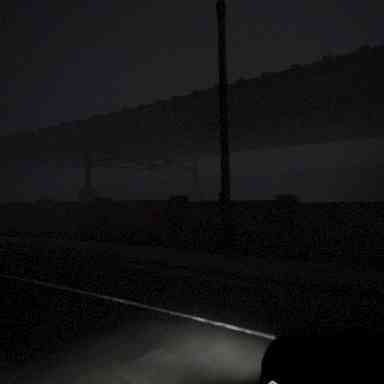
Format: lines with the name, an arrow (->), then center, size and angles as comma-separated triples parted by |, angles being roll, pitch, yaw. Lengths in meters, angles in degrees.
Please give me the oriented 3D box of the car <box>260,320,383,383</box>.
car -> 2.699, 1.510, 1.992 | 4.674, 1.442, 1.812 | 0, 0, 35
